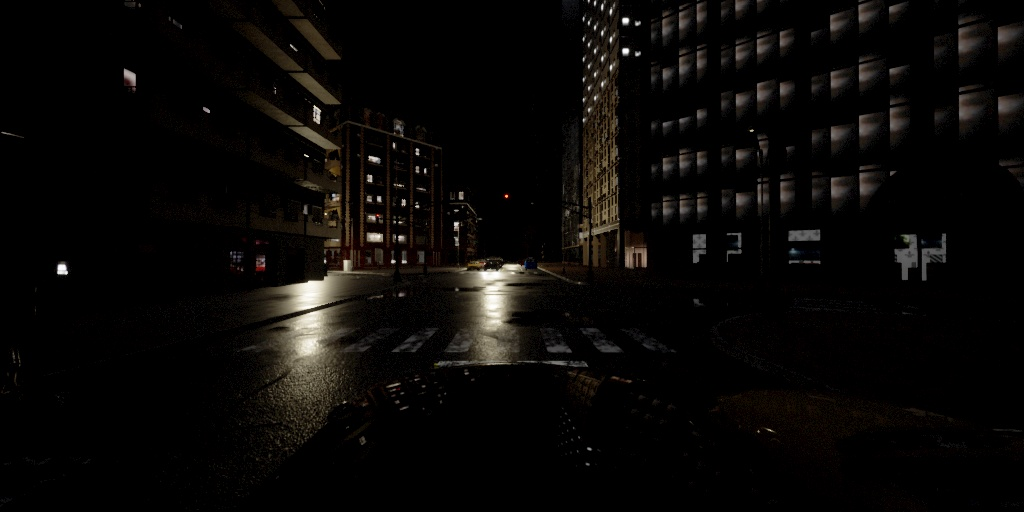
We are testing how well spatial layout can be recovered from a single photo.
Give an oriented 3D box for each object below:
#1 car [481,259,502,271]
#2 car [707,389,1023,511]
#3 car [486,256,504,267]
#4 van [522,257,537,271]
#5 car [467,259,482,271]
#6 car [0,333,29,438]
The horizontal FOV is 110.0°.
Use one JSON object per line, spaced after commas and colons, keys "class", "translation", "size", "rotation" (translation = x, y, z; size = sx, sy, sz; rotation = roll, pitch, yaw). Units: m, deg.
{"class": "car", "translation": [-2.804, 1.394, 49.222], "size": [1.895, 1.301, 4.718], "rotation": [0, 0, 0]}
{"class": "car", "translation": [2.563, 1.275, 1.237], "size": [1.751, 1.417, 4.829], "rotation": [0, 0, 0]}
{"class": "car", "translation": [-2.784, 1.036, 59.146], "size": [2.150, 2.045, 5.566], "rotation": [0, 0, 0]}
{"class": "van", "translation": [2.609, 1.136, 50.060], "size": [1.690, 1.789, 3.998], "rotation": [0, 0, 0]}
{"class": "car", "translation": [-5.271, 1.320, 49.898], "size": [1.751, 1.417, 4.829], "rotation": [0, 0, 0]}
{"class": "car", "translation": [-5.318, 1.064, 1.069], "size": [2.192, 1.841, 5.009], "rotation": [0, 0, 0]}
